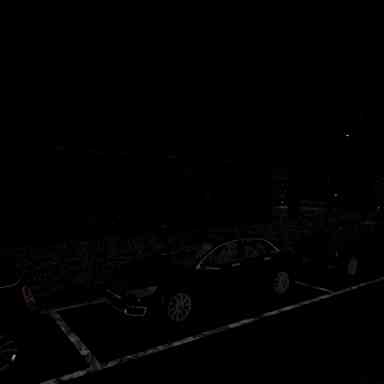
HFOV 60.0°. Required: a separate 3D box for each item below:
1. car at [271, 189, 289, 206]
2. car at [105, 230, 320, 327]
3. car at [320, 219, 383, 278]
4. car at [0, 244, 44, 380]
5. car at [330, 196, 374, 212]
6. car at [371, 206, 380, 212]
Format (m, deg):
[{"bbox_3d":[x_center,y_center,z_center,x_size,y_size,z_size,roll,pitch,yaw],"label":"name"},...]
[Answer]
[{"bbox_3d":[9.891,0.698,41.527,2.150,2.045,5.566,0,1,-35],"label":"car"},{"bbox_3d":[0.412,1.551,6.948,4.403,1.369,2.008,0,0,-36],"label":"car"},{"bbox_3d":[4.852,1.545,10.120,4.507,1.381,1.887,0,0,-36],"label":"car"},{"bbox_3d":[-4.029,1.440,3.776,4.097,1.590,1.967,0,0,-36],"label":"car"},{"bbox_3d":[15.992,1.171,33.015,2.128,1.511,4.902,0,1,-36],"label":"car"},{"bbox_3d":[9.293,1.441,13.292,4.097,1.590,1.967,0,0,-36],"label":"car"}]
